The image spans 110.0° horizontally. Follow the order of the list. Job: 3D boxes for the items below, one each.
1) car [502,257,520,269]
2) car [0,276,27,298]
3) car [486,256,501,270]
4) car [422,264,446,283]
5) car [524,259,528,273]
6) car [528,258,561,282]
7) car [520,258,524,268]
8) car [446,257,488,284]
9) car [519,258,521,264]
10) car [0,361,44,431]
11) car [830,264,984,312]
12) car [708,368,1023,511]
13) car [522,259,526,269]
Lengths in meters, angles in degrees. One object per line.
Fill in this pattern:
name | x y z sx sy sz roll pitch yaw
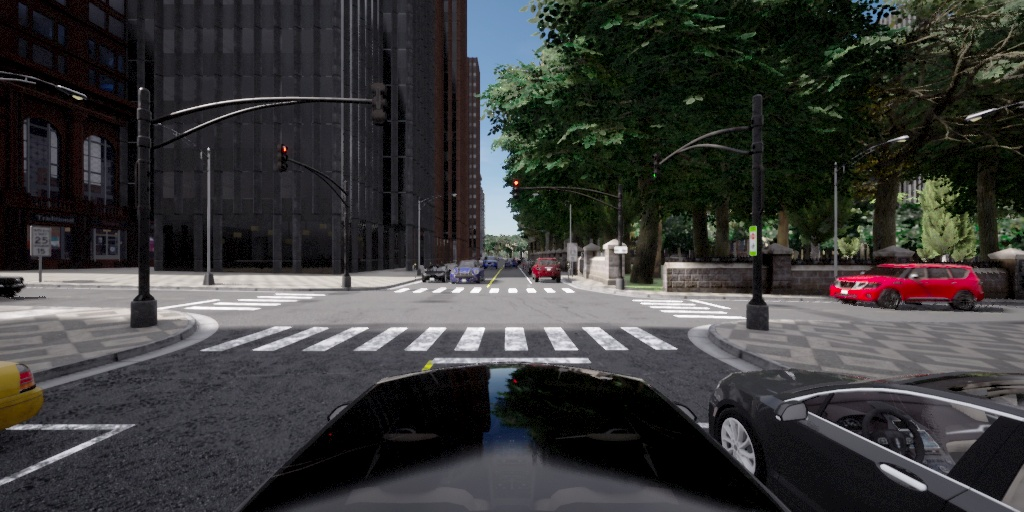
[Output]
car | -0.140 1.146 58.667 2.097 1.767 4.553 0 0 0
car | -21.171 0.980 13.111 4.718 1.301 1.895 1 0 -1
car | -3.254 1.009 54.543 2.150 2.045 5.566 0 0 0
car | -5.852 1.326 28.411 1.948 1.339 4.313 0 0 0
car | 2.636 1.337 39.362 1.948 1.339 4.313 0 0 0
car | 2.673 1.075 28.450 2.192 1.841 5.009 0 0 0
car | 2.599 1.334 50.275 2.007 1.370 4.403 0 0 0
car | -3.248 1.112 26.848 2.097 1.767 4.553 0 0 1
car | 2.581 1.230 55.732 1.967 1.591 4.097 0 0 0
car | -5.760 1.275 1.577 1.751 1.417 4.829 0 0 0
car | 18.207 1.368 16.662 5.566 2.045 2.150 1 0 -1
car | 2.764 1.300 1.785 2.007 1.370 4.403 0 0 0
car | 2.618 1.328 44.818 2.007 1.370 4.403 0 0 0
